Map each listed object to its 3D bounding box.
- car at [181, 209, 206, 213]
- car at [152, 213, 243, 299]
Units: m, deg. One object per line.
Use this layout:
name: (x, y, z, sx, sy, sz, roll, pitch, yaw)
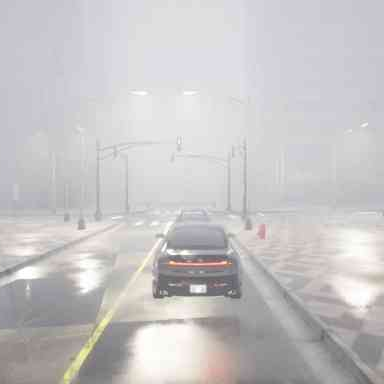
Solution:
car: (0.061, 1.557, 17.340, 1.994, 1.385, 4.181, 0, 0, 1)
car: (0.101, 1.502, 8.437, 1.837, 1.490, 4.892, 0, 0, 0)
